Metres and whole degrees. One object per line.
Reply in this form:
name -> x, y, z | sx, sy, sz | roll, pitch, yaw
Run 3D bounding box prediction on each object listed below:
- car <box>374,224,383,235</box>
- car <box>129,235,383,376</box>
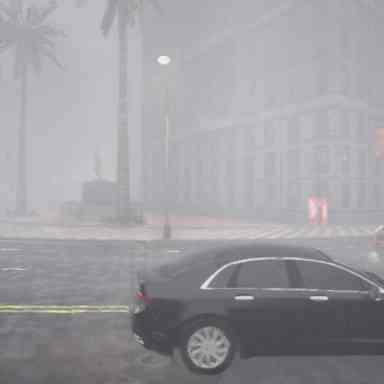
car -> 9.989, 1.562, 13.966 | 4.553, 1.767, 2.097 | 0, -1, -17
car -> 1.525, 1.578, 5.142 | 4.892, 1.490, 1.837 | 0, 0, -4
